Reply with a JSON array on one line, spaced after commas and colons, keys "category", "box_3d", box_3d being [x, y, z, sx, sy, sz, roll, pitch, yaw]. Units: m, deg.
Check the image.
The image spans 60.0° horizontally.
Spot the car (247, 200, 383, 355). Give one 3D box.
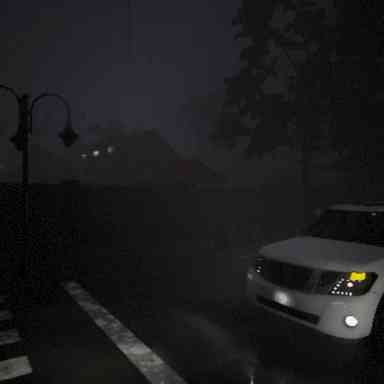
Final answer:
[{"category": "car", "box_3d": [3.621, 1.209, 6.401, 5.566, 2.045, 2.150, 0, 0, -34]}]
